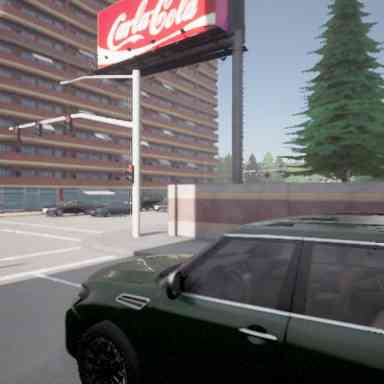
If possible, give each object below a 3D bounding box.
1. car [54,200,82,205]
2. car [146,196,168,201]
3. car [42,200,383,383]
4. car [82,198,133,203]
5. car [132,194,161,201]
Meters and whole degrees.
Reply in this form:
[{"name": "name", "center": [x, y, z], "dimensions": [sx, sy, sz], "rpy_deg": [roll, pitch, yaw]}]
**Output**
[{"name": "car", "center": [-11.493, 1.473, 31.080], "dimensions": [2.128, 1.511, 4.902], "rpy_deg": [0, 0, 35]}, {"name": "car", "center": [-2.437, 1.475, 37.849], "dimensions": [2.128, 1.511, 4.902], "rpy_deg": [0, 0, 35]}, {"name": "car", "center": [1.159, 1.223, 3.165], "dimensions": [5.566, 2.045, 2.150], "rpy_deg": [0, 0, 36]}, {"name": "car", "center": [-7.535, 1.547, 30.623], "dimensions": [1.994, 1.385, 4.181], "rpy_deg": [0, 0, 35]}, {"name": "car", "center": [-5.685, 1.203, 39.317], "dimensions": [2.150, 2.045, 5.566], "rpy_deg": [0, 0, 35]}]
